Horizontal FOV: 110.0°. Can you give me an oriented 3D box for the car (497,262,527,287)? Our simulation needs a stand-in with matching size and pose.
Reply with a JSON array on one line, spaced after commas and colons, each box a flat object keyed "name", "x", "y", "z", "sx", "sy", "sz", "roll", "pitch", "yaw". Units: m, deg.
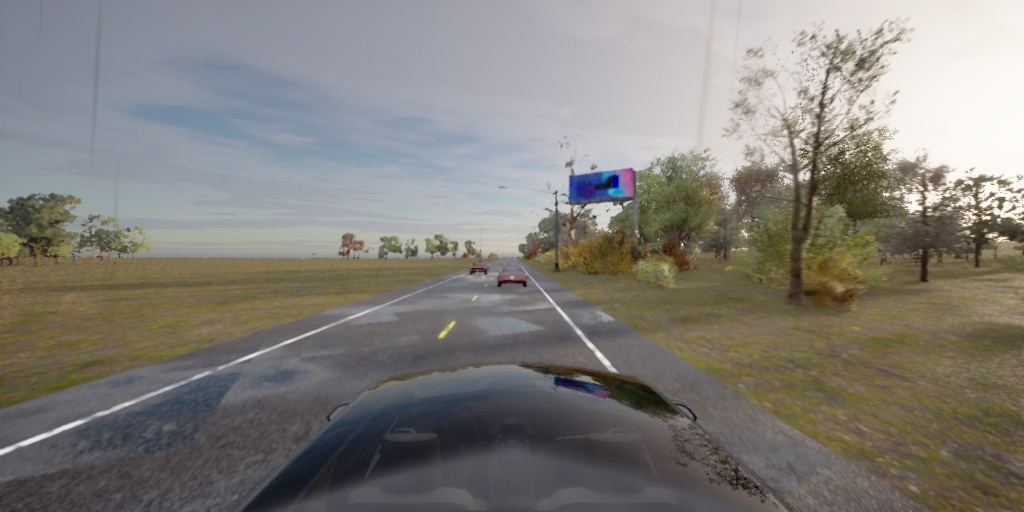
[{"name": "car", "x": 0.024, "y": 1.304, "z": 24.648, "sx": 1.994, "sy": 1.385, "sz": 4.181, "roll": 0, "pitch": 0, "yaw": 0}]

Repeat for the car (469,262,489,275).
[{"name": "car", "x": -3.509, "y": 1.351, "z": 38.857, "sx": 1.895, "sy": 1.301, "sz": 4.718, "roll": 0, "pitch": 0, "yaw": 0}]
